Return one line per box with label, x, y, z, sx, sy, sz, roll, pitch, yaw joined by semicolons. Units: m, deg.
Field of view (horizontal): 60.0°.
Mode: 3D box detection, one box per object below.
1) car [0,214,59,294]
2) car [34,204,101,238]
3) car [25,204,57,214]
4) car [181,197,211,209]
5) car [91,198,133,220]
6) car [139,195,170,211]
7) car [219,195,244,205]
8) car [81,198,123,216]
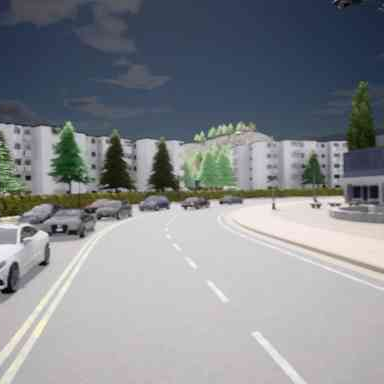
car;-5.129;1.570;8.859;1.812;1.442;4.674;-1;0;-10
car;-6.377;1.576;17.526;1.994;1.385;4.181;-1;0;-5
car;-10.172;1.578;23.192;1.812;1.442;4.674;-1;0;2
car;0.500;1.276;39.387;2.033;1.411;5.357;-1;0;24
car;-6.351;1.451;27.652;1.837;1.490;4.892;-1;0;7
car;-4.163;1.189;37.379;2.097;1.767;4.553;-1;0;20
car;5.815;1.124;48.654;1.994;1.385;4.181;-1;1;41
car;-8.878;1.435;33.476;1.882;1.535;5.008;-1;0;13
